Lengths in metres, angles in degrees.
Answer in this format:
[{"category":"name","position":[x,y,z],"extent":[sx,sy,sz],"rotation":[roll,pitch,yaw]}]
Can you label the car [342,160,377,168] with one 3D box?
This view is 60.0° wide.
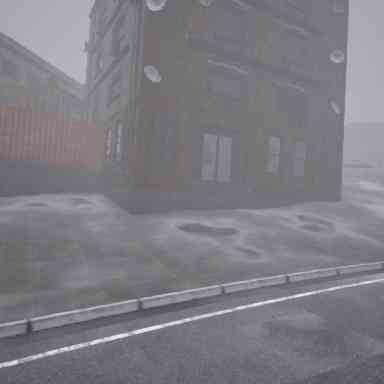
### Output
[{"category":"car","position":[20.980,-3.284,42.396],"extent":[4.553,1.767,2.185],"rotation":[2,-3,14]}]
